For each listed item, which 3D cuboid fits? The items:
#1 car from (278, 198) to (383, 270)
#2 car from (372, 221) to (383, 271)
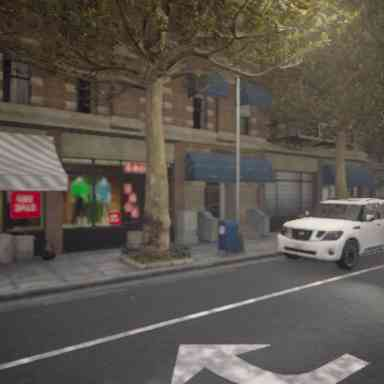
[{"bbox_3d":[5.415,1.254,11.484,5.566,2.045,2.435,0,0,-36],"label":"car"},{"bbox_3d":[7.040,1.551,9.001,4.674,1.442,1.812,0,0,-35],"label":"car"}]
